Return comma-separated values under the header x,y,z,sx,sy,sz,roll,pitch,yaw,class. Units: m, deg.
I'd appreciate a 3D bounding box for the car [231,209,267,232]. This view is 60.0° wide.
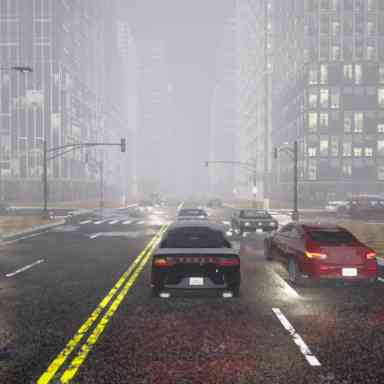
x,y,z,sx,sy,sz,roll,pitch,yaw,class
3.284,1.591,18.426,1.895,1.301,4.718,0,0,0,car

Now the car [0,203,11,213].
x,y,z,sx,sy,sz,roll,pitch,yaw,class
-20.096,1.364,32.229,4.674,1.442,1.812,1,1,1,car

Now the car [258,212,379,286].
x,y,z,sx,sy,sz,roll,pitch,yaw,class
3.317,1.521,9.307,1.812,1.442,4.674,0,0,0,car

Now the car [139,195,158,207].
x,y,z,sx,sy,sz,roll,pitch,yaw,class
-6.771,1.528,50.633,1.994,1.385,4.181,0,0,0,car

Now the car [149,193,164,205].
x,y,z,sx,sy,sz,roll,pitch,yaw,class
-6.788,1.175,59.666,2.150,2.045,5.566,0,0,0,car

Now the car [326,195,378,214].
x,y,z,sx,sy,sz,roll,pitch,yaw,class
17.083,1.337,34.939,5.566,2.045,2.150,0,1,1,car

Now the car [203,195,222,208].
x,y,z,sx,sy,sz,roll,pitch,yaw,class
3.152,1.460,46.499,2.128,1.511,4.902,0,0,-1,car

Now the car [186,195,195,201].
x,y,z,sx,sy,sz,roll,pitch,yaw,class
-0.288,1.425,80.946,1.837,1.490,4.892,0,0,0,car

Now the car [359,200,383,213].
x,y,z,sx,sy,sz,roll,pitch,yaw,class
21.677,1.643,37.478,4.829,1.417,1.752,1,0,1,car

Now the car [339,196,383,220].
x,y,z,sx,sy,sz,roll,pitch,yaw,class
16.097,1.519,29.172,5.009,1.841,2.192,1,0,1,car

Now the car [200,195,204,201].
x,y,z,sx,sy,sz,roll,pitch,yaw,class
2.953,1.445,83.474,1.812,1.442,4.674,0,0,0,car

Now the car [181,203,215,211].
x,y,z,sx,sy,sz,roll,pitch,yaw,class
0.033,1.538,18.362,2.033,1.411,5.357,0,0,0,car

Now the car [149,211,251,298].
x,y,z,sx,sy,sz,roll,pitch,yaw,class
0.065,1.474,8.541,1.882,1.535,5.008,0,0,0,car
